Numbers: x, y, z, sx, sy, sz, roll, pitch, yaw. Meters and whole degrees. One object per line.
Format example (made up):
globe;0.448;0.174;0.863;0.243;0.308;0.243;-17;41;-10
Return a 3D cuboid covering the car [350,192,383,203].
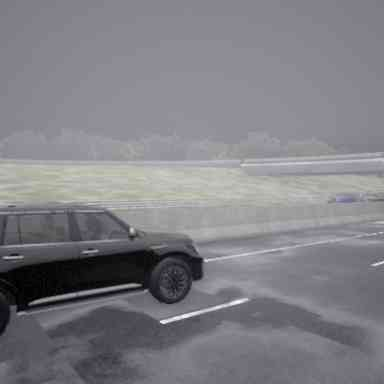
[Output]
car;22.919;0.999;42.167;5.566;2.045;2.150;0;0;-36

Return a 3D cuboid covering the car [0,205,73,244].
car;-8.296;1.436;15.297;5.008;1.535;1.882;0;0;-36

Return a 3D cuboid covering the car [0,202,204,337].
car;-2.394;1.206;6.361;5.566;2.045;2.150;0;0;-36

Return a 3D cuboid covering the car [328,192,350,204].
car;20.644;0.992;44.843;5.566;2.045;2.150;0;0;-36
